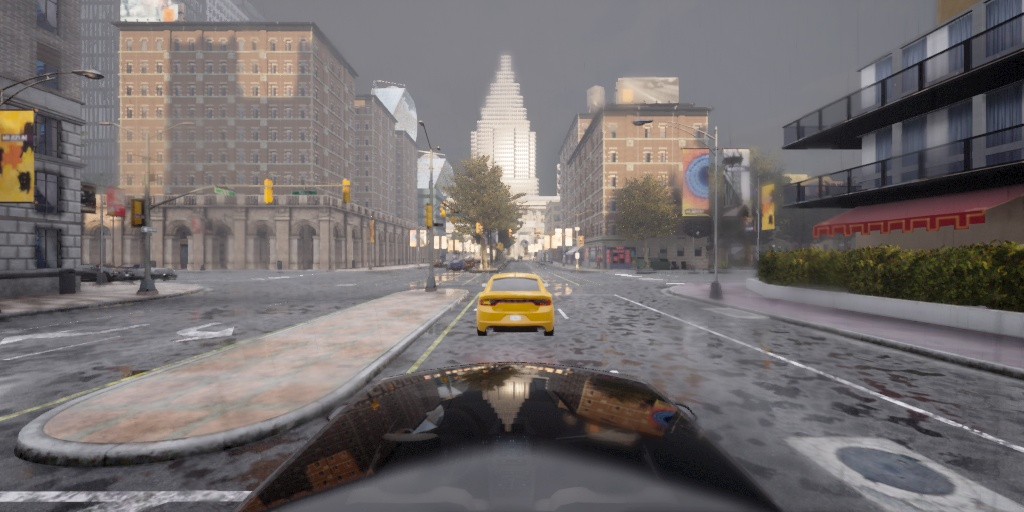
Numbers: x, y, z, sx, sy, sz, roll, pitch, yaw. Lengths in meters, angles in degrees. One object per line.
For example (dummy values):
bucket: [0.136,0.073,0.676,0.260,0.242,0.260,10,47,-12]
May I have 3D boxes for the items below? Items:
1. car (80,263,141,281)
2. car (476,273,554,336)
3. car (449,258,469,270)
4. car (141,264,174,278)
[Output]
car: [-33.416,1.276,28.953,4.674,1.442,1.812,0,0,0]
car: [0.092,1.228,10.455,1.882,1.535,5.008,0,0,0]
car: [-8.024,1.227,53.004,1.882,1.535,5.008,0,0,0]
car: [-33.668,1.351,32.451,4.718,1.301,1.895,0,0,0]
